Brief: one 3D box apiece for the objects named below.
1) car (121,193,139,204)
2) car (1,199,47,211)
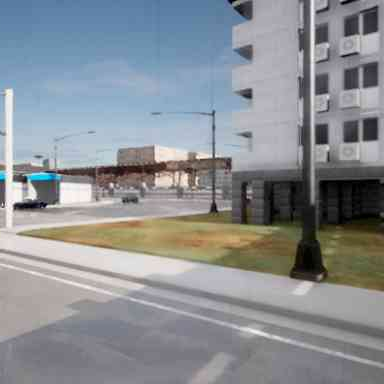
[{"bbox_3d":[-11.372,1.133,61.445,2.150,2.045,5.566,0,0,3],"label":"car"},{"bbox_3d":[-19.722,1.520,39.238,1.895,1.301,4.718,0,0,35],"label":"car"}]
